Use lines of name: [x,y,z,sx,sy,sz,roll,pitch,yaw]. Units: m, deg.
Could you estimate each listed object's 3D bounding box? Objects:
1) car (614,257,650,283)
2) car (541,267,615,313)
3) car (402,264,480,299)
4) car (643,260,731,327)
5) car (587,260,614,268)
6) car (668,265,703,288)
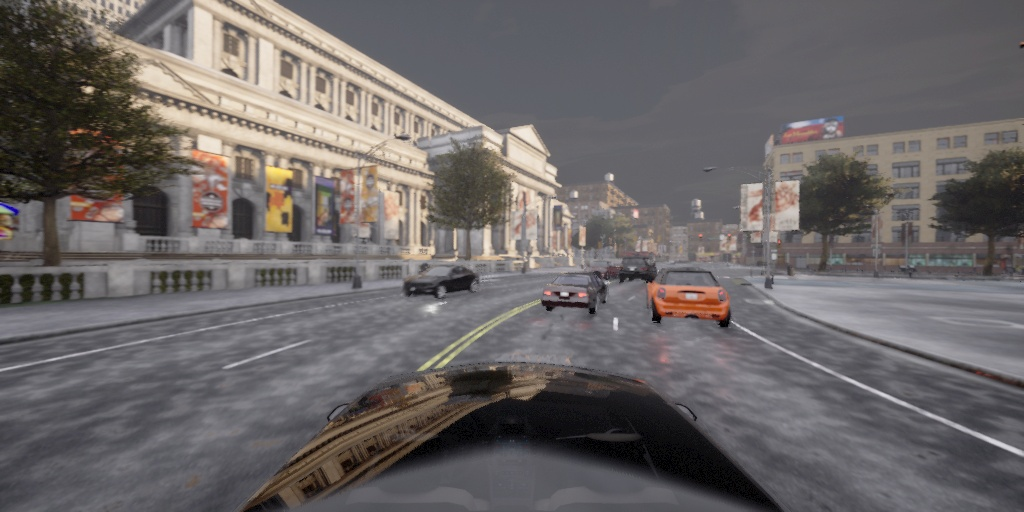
car: [10.066,1.076,28.540,2.150,2.045,5.566,1,0,29]
car: [2.650,1.325,14.238,2.033,1.411,5.357,1,0,21]
car: [-3.416,1.192,18.126,1.882,1.535,5.008,0,0,23]
car: [5.775,1.165,12.233,2.097,1.767,4.553,1,0,18]
car: [7.927,1.183,32.141,2.097,1.767,4.553,1,0,29]
car: [12.971,1.432,26.576,2.033,1.411,5.357,1,0,29]
